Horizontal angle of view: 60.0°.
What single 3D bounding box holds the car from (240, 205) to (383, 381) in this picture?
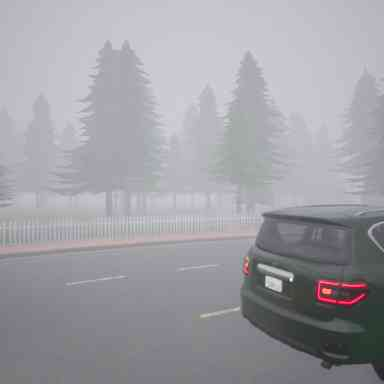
[{"bbox_3d":[3.404,1.228,5.385,5.566,2.045,2.150,0,0,-27],"label":"car"}]
